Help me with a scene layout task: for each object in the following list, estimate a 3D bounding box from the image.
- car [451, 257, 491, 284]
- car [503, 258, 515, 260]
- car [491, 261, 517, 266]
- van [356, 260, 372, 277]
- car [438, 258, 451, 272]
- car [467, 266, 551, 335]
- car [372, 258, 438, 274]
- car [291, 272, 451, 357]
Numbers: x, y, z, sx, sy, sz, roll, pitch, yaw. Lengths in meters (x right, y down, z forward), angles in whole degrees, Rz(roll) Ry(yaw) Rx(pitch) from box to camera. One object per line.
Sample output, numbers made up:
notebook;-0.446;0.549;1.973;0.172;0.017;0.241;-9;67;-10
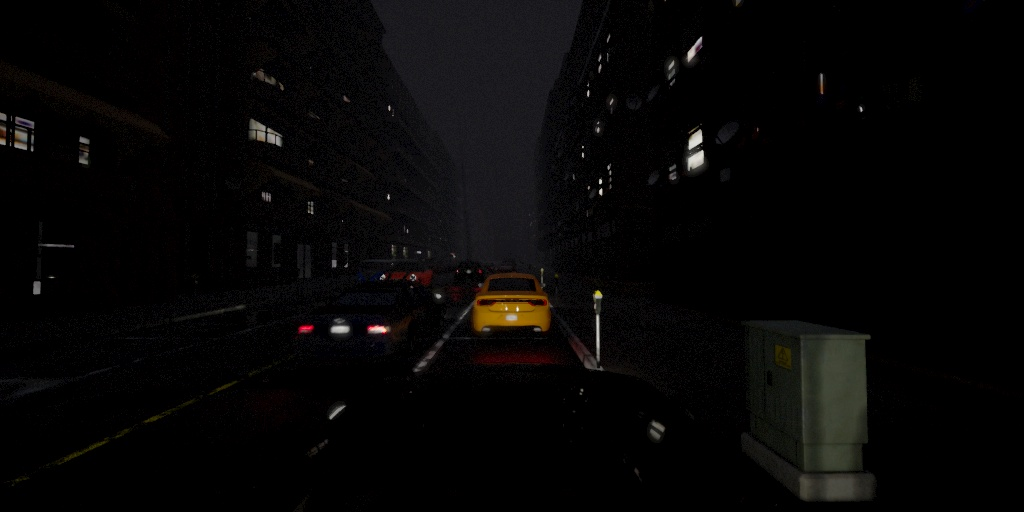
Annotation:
car;-3.009;1.127;27.082;2.097;1.767;4.553;0;0;0
car;-0.429;1.240;39.132;1.967;1.591;4.097;0;0;0
car;-0.441;1.322;28.071;1.888;1.381;4.507;0;0;0
van;-8.326;1.108;22.605;1.690;1.789;3.998;0;0;0
car;-8.319;1.115;39.196;2.192;1.841;5.009;0;0;0
car;-0.002;1.233;10.501;1.882;1.535;5.008;0;0;0
car;-5.860;1.116;20.291;2.097;1.767;4.553;0;0;0
car;-2.918;1.301;8.605;2.033;1.411;5.357;0;0;0
